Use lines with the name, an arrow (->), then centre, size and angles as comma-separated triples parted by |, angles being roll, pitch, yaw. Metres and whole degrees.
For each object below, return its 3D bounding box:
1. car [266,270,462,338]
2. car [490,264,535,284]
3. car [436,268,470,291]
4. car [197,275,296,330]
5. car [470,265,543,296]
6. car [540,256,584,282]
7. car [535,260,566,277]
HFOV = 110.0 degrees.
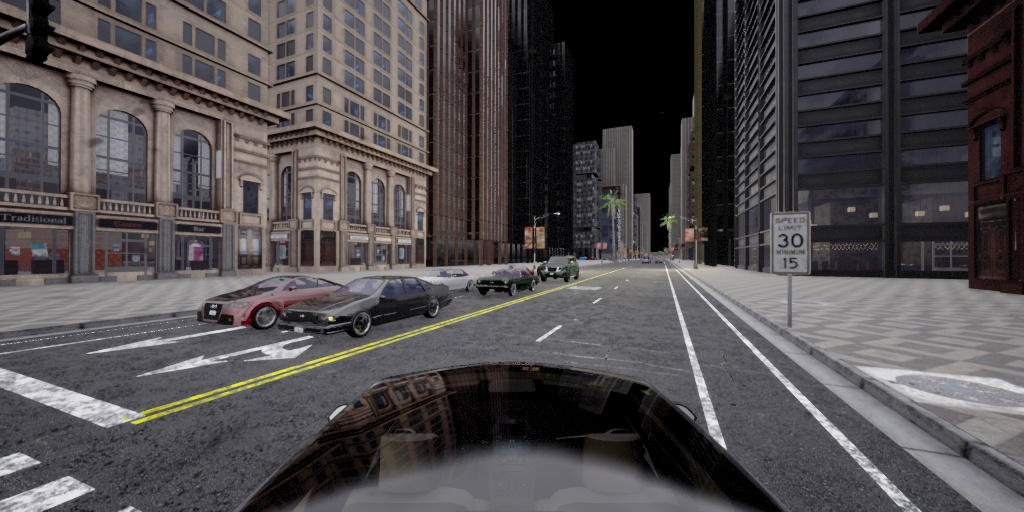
car -> -3.849, 1.299, 10.656 | 2.033, 1.411, 5.357 | 0, 0, 23
car -> 0.150, 1.364, 28.538 | 1.895, 1.301, 4.718 | 0, 0, 23
car -> -3.715, 1.357, 19.357 | 1.895, 1.301, 4.718 | 0, 0, 23
car -> -7.108, 1.316, 11.279 | 1.994, 1.385, 4.181 | 0, 0, 23
car -> -0.130, 1.358, 19.494 | 1.895, 1.301, 4.718 | 0, 0, 23
car -> 4.022, 0.987, 29.352 | 2.150, 2.045, 5.566 | 0, 0, 23
car -> 4.143, 1.251, 37.930 | 1.882, 1.535, 5.008 | 0, 0, 23
